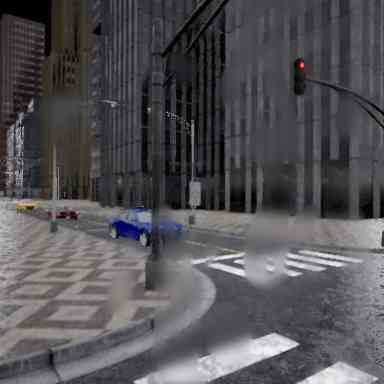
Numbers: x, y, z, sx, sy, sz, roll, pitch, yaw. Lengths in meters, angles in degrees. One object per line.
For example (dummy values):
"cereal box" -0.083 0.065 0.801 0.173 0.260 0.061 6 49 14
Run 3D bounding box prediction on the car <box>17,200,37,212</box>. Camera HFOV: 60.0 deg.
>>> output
"car" -22.074 1.769 44.474 1.882 1.535 5.008 1 -1 -35

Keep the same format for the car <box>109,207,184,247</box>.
"car" -2.339 1.613 16.240 1.882 1.535 5.008 1 -1 -38

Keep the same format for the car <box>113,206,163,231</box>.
"car" -3.852 1.752 23.127 1.994 1.385 4.181 1 -1 -31

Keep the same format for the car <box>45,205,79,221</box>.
"car" -11.491 1.808 29.262 1.895 1.301 4.718 1 -1 -35
